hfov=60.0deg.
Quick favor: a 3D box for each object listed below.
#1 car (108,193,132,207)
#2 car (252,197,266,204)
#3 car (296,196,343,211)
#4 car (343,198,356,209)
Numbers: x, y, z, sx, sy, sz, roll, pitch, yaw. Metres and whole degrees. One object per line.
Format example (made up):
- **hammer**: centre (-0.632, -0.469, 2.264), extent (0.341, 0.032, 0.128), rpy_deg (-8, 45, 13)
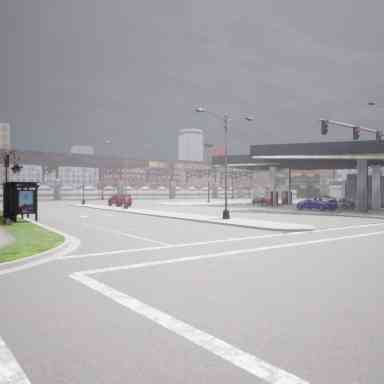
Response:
- **car**: centre (-11.275, 1.221, 52.029), extent (2.150, 2.045, 5.566), rpy_deg (0, 0, -35)
- **car**: centre (12.595, 1.601, 61.367), extent (1.895, 1.301, 4.718), rpy_deg (0, 0, 29)
- **car**: centre (14.295, 1.295, 38.309), extent (2.242, 1.667, 4.611), rpy_deg (0, 0, -35)
- **car**: centre (18.569, 1.456, 42.223), extent (1.970, 1.475, 3.806), rpy_deg (0, 0, -35)
